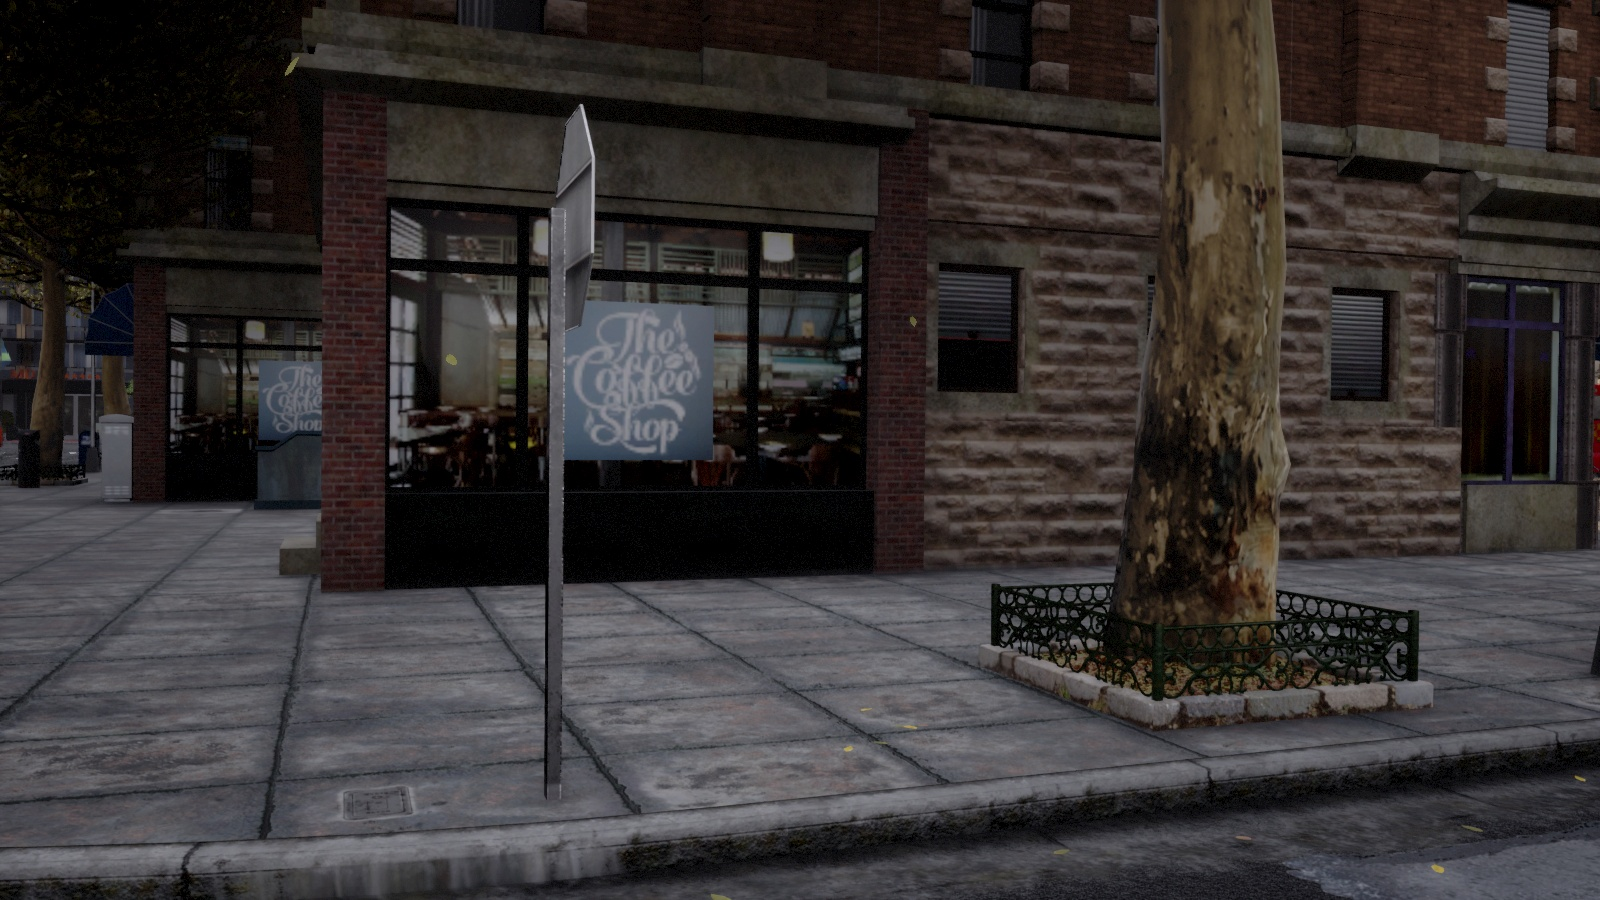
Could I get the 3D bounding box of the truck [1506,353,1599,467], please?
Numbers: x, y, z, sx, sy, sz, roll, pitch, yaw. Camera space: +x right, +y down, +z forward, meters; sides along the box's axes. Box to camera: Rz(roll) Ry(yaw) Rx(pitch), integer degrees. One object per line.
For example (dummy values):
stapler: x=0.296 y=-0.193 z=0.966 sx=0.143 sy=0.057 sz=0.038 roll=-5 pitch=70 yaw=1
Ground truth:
truck: x=28.432 y=-1.359 z=42.082 sx=2.891 sy=3.827 sz=8.468 roll=-1 pitch=1 yaw=-20

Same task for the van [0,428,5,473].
van: x=-36.369 y=0.050 z=54.929 sx=1.775 sy=1.987 sz=4.442 roll=-1 pitch=1 yaw=-20

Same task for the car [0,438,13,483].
car: x=-27.622 y=0.384 z=41.100 sx=2.128 sy=1.511 sz=4.902 roll=-1 pitch=1 yaw=-20
